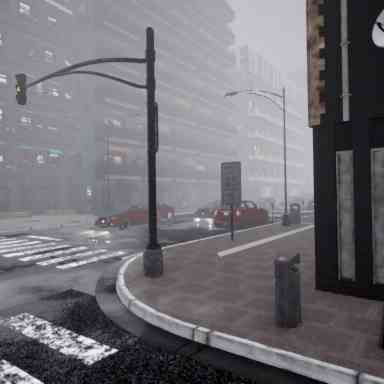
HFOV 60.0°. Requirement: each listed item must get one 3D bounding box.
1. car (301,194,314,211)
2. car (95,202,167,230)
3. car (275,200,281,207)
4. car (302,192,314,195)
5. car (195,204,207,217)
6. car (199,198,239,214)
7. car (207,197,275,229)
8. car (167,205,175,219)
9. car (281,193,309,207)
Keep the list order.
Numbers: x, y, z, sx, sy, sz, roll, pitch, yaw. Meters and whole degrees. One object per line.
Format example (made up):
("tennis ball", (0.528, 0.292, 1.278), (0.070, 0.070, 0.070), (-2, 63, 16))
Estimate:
("car", (12.923, 1.196, 33.542), (1.947, 1.339, 4.313), (-1, 0, 36))
("car", (-3.843, 1.465, 20.358), (1.994, 1.385, 4.181), (-1, 0, 36))
("car", (9.483, 1.311, 43.053), (1.947, 1.339, 4.313), (-1, 0, 36))
("car", (19.479, 0.931, 56.792), (2.192, 1.841, 5.009), (-1, 0, 36))
("car", (2.438, 1.364, 28.989), (2.033, 1.411, 5.357), (-1, 0, 36))
("car", (2.815, 1.384, 33.893), (2.008, 1.369, 4.403), (-1, 0, 36))
("car", (3.013, 1.201, 19.740), (1.967, 1.590, 4.097), (-1, 0, 36))
("car", (-3.204, 1.459, 25.779), (1.887, 1.381, 4.507), (-1, 0, 36))
("car", (13.189, 1.222, 43.677), (2.033, 1.411, 5.357), (-1, 0, 37))
